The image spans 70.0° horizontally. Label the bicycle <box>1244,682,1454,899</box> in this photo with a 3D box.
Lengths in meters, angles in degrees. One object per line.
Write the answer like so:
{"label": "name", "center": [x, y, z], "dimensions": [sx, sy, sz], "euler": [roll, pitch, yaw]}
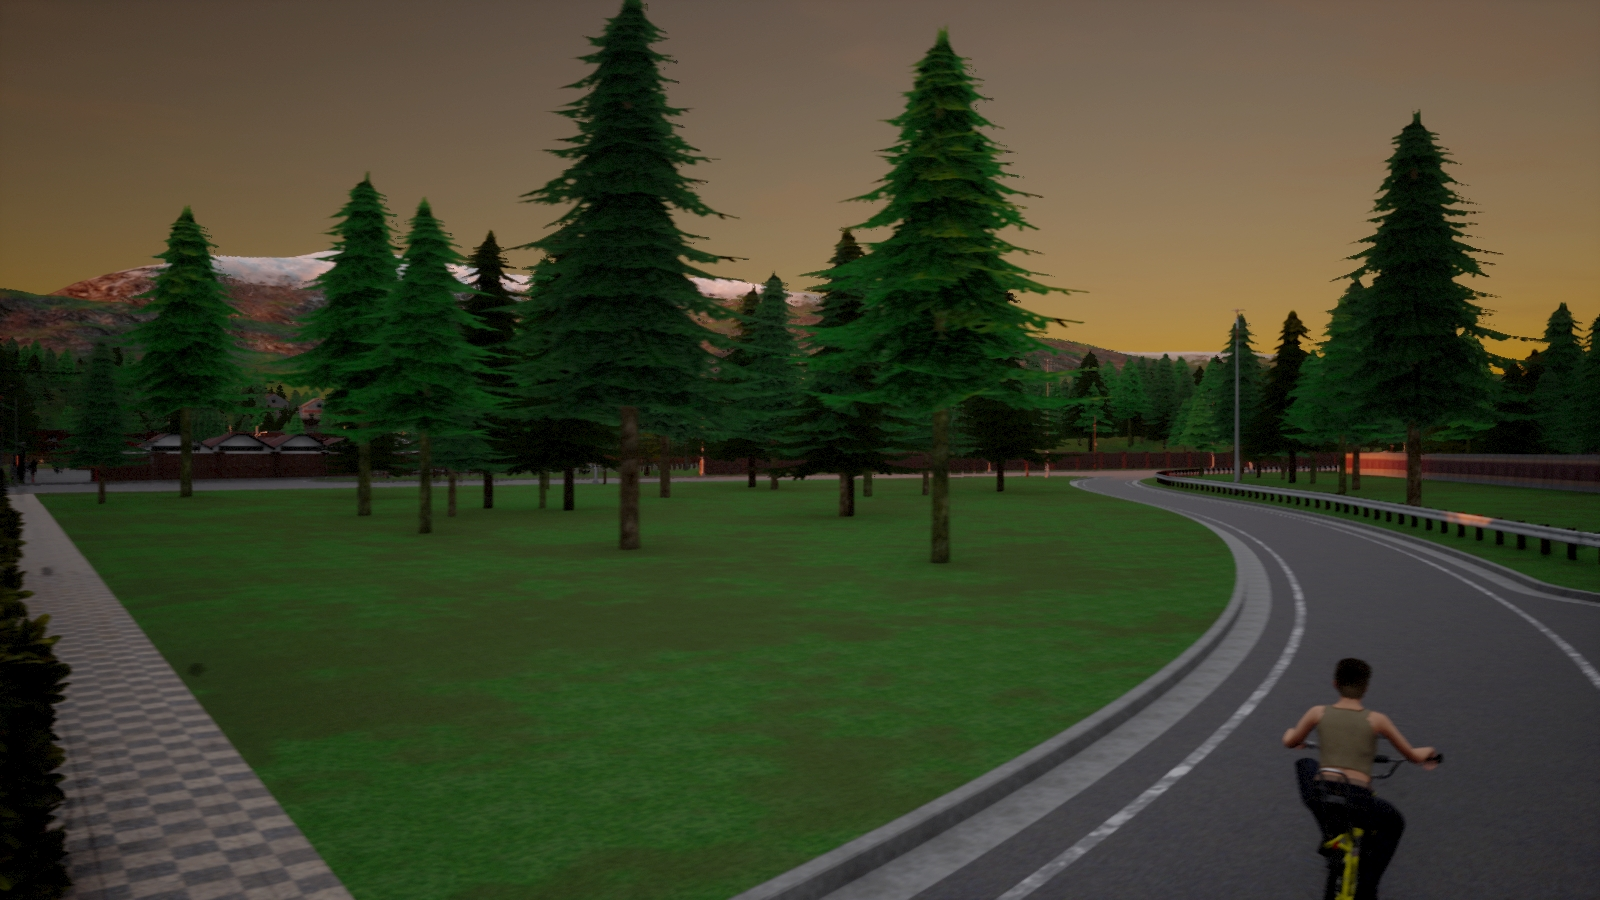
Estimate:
{"label": "bicycle", "center": [3.238, 2.163, 6.673], "dimensions": [0.859, 1.276, 1.487], "euler": [0, 0, 36]}
